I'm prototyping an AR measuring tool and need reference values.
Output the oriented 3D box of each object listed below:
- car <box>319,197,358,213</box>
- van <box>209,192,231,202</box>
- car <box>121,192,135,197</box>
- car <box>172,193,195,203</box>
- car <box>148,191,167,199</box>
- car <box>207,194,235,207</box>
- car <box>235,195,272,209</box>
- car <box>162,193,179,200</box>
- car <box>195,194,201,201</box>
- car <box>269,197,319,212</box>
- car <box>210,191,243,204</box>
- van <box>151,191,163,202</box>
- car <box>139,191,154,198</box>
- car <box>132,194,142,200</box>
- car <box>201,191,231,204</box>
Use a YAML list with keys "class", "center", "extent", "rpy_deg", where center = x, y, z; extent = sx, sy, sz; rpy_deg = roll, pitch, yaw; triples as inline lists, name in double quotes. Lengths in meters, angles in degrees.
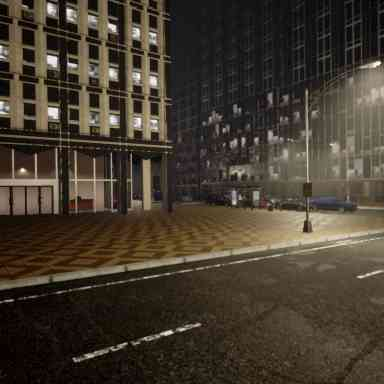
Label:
- class: "car"
  center: [14.566, 1.312, 34.568]
  extent: [1.882, 1.535, 5.008]
  rpy_deg: [-1, 1, -35]
- class: "van"
  center: [4.882, 0.849, 58.846]
  extent: [1.690, 1.788, 3.998]
  rpy_deg: [-1, 1, -35]
- class: "car"
  center: [-17.685, 0.682, 91.613]
  extent: [2.008, 1.369, 4.403]
  rpy_deg: [0, 1, -35]
- class: "car"
  center: [-1.934, 1.093, 58.620]
  extent: [1.812, 1.442, 4.674]
  rpy_deg: [-1, 1, -34]
- class: "car"
  center: [-8.013, 0.609, 77.569]
  extent: [2.192, 1.841, 5.009]
  rpy_deg: [-1, 1, -35]
- class: "car"
  center: [4.384, 1.315, 44.707]
  extent: [1.947, 1.339, 4.313]
  rpy_deg: [-1, 1, -35]
- class: "car"
  center: [7.560, 1.383, 39.994]
  extent: [1.802, 1.307, 4.206]
  rpy_deg: [-1, 1, -35]
- class: "car"
  center: [-4.789, 0.930, 72.892]
  extent: [1.802, 1.307, 4.206]
  rpy_deg: [-1, 1, -35]
- class: "car"
  center: [1.659, 1.037, 63.530]
  extent: [1.802, 1.307, 4.206]
  rpy_deg: [-1, 1, -35]
- class: "car"
  center: [10.770, 1.419, 35.301]
  extent: [1.947, 1.339, 4.313]
  rpy_deg: [-1, 1, -35]
- class: "car"
  center: [5.413, 0.815, 53.489]
  extent: [2.150, 2.045, 5.566]
  rpy_deg: [-1, 1, -35]
- class: "van"
  center: [-5.242, 0.932, 58.775]
  extent: [1.690, 1.788, 3.998]
  rpy_deg: [-1, 1, -35]
- class: "car"
  center: [-11.237, 0.680, 82.251]
  extent: [1.967, 1.590, 4.097]
  rpy_deg: [-1, 1, -35]
- class: "car"
  center: [-11.691, 1.034, 68.139]
  extent: [2.008, 1.369, 4.403]
  rpy_deg: [0, 1, -35]
- class: "car"
  center: [3.867, 1.015, 50.115]
  extent: [2.097, 1.767, 4.553]
  rpy_deg: [-1, 1, -34]
